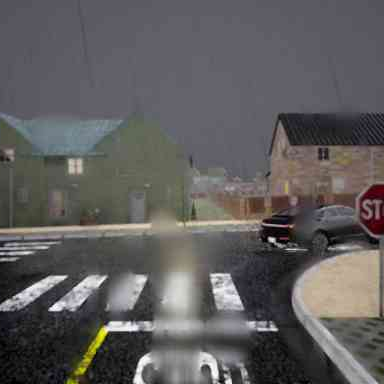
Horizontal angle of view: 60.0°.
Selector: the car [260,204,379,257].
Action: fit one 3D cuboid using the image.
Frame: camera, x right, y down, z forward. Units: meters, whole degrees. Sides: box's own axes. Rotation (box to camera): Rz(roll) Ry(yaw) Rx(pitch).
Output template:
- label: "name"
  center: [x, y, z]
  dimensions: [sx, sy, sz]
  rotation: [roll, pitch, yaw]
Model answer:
- label: "car"
  center: [4.543, 1.138, 11.329]
  dimensions: [4.902, 1.511, 2.128]
  rotation: [-3, -1, -30]
